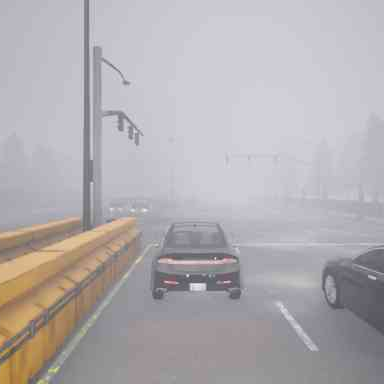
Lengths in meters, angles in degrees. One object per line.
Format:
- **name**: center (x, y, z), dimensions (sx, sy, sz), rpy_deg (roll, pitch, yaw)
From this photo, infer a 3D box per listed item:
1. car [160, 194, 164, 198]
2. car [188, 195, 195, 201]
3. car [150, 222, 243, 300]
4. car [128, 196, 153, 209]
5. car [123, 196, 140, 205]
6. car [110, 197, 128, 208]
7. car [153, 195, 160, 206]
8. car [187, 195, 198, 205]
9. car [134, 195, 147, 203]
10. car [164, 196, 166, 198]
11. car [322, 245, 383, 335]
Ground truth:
- **car**: center (-7.116, 1.526, 65.796), dimensions (1.812, 1.442, 4.674), rpy_deg (0, 0, 0)
- **car**: center (-0.107, 1.553, 88.905), dimensions (1.994, 1.385, 4.181), rpy_deg (0, 0, 0)
- **car**: center (0.074, 1.492, 8.401), dimensions (2.128, 1.511, 4.902), rpy_deg (0, 0, -1)
- **car**: center (-7.154, 1.352, 46.508), dimensions (2.097, 1.767, 4.553), rpy_deg (0, 0, 0)
- **car**: center (-10.647, 1.492, 58.982), dimensions (2.128, 1.511, 4.902), rpy_deg (0, 0, 0)
- **car**: center (-10.657, 1.547, 49.196), dimensions (2.033, 1.411, 5.357), rpy_deg (0, 0, 0)
- **car**: center (-7.155, 1.547, 55.983), dimensions (2.033, 1.411, 5.357), rpy_deg (0, 0, 0)
- **car**: center (0.034, 1.525, 57.282), dimensions (1.812, 1.442, 4.674), rpy_deg (0, 0, 0)
- **car**: center (-10.583, 1.478, 69.071), dimensions (1.882, 1.535, 5.008), rpy_deg (0, 0, 0)
- **car**: center (-7.091, 1.355, 75.772), dimensions (2.097, 1.767, 4.553), rpy_deg (0, 0, 0)
- **car**: center (3.595, 1.505, 4.989), dimensions (1.837, 1.490, 4.892), rpy_deg (0, 0, 0)
